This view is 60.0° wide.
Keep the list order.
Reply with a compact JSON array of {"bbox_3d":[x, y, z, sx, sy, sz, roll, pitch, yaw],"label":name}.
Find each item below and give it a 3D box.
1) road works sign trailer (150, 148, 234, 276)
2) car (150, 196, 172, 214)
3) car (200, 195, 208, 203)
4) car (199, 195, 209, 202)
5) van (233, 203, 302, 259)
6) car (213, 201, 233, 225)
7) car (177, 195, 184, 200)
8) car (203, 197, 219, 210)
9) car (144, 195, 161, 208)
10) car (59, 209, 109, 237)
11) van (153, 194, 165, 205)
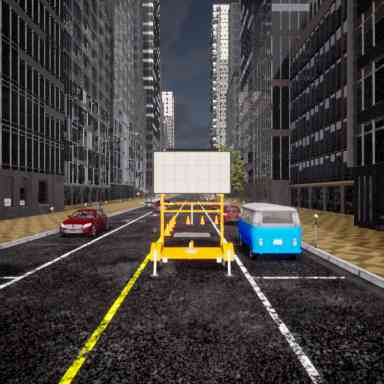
[{"bbox_3d":[0.003,0.462,10.307,2.380,3.560,2.880,0,0,0],"label":"road works sign trailer"},{"bbox_3d":[-3.089,1.517,35.662,1.812,1.442,4.674,0,0,0],"label":"car"},{"bbox_3d":[2.708,1.532,52.134,2.008,1.369,4.403,0,0,0],"label":"car"},{"bbox_3d":[2.716,1.384,74.904,1.967,1.590,4.097,0,0,0],"label":"car"},{"bbox_3d":[2.694,1.338,12.287,1.690,1.788,3.998,0,0,0],"label":"van"},{"bbox_3d":[2.698,1.576,23.671,1.802,1.307,4.206,0,0,0],"label":"car"},{"bbox_3d":[-2.972,1.464,89.054,2.033,1.411,5.357,0,0,0],"label":"car"},{"bbox_3d":[2.704,1.572,40.749,1.802,1.307,4.206,0,0,0],"label":"car"},{"bbox_3d":[-5.675,1.538,46.448,2.008,1.369,4.403,0,0,0],"label":"car"},{"bbox_3d":[-5.685,1.578,17.985,1.802,1.307,4.206,0,0,0],"label":"car"},{"bbox_3d":[-5.670,1.316,57.833,1.690,1.788,3.998,0,0,0],"label":"van"}]
